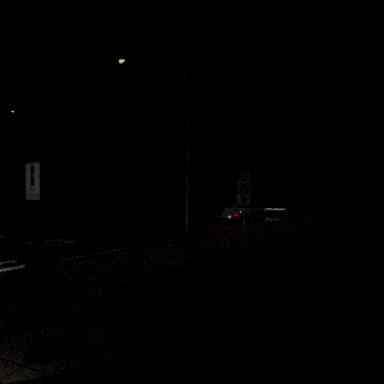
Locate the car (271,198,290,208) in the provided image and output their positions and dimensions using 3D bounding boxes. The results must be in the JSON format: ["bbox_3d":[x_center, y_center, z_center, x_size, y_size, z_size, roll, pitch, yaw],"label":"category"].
[{"bbox_3d":[13.068,1.614,49.094,1.812,1.442,4.674,-1,-1,35],"label":"car"}]

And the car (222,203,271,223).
[{"bbox_3d":[3.939,1.506,24.968,1.812,1.442,4.674,-1,0,35],"label":"car"}]
